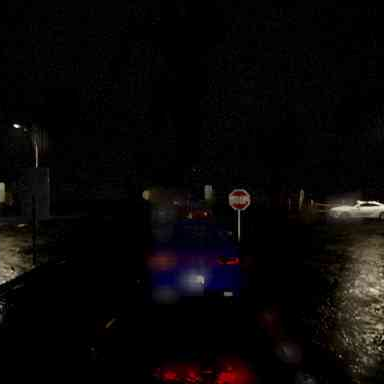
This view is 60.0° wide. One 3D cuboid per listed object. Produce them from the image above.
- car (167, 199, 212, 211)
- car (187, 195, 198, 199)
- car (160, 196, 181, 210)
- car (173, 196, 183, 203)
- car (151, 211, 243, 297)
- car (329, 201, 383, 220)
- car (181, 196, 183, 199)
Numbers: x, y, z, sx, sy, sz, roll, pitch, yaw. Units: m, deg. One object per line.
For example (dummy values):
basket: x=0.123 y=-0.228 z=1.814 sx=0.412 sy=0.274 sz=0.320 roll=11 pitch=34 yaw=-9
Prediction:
car: x=-0.034 y=1.540 z=27.923 sx=1.994 sy=1.385 sz=4.181 roll=0 pitch=0 yaw=-33
car: x=0.064 y=1.414 z=68.220 sx=1.837 sy=1.490 sz=4.892 roll=0 pitch=0 yaw=0
car: x=-2.867 y=1.308 z=42.003 sx=2.097 sy=1.767 sz=4.553 roll=0 pitch=0 yaw=0
car: x=-2.803 y=1.512 z=67.522 sx=1.895 sy=1.301 sz=4.718 roll=0 pitch=0 yaw=0
car: x=0.085 y=1.472 z=8.598 sx=1.882 sy=1.535 sz=5.008 roll=0 pitch=0 yaw=0
car: x=13.260 y=1.433 z=26.087 sx=4.674 sy=1.442 sz=1.812 roll=0 pitch=1 yaw=3
car: x=-2.866 y=1.536 z=54.523 sx=1.895 sy=1.301 sz=4.718 roll=0 pitch=0 yaw=0
